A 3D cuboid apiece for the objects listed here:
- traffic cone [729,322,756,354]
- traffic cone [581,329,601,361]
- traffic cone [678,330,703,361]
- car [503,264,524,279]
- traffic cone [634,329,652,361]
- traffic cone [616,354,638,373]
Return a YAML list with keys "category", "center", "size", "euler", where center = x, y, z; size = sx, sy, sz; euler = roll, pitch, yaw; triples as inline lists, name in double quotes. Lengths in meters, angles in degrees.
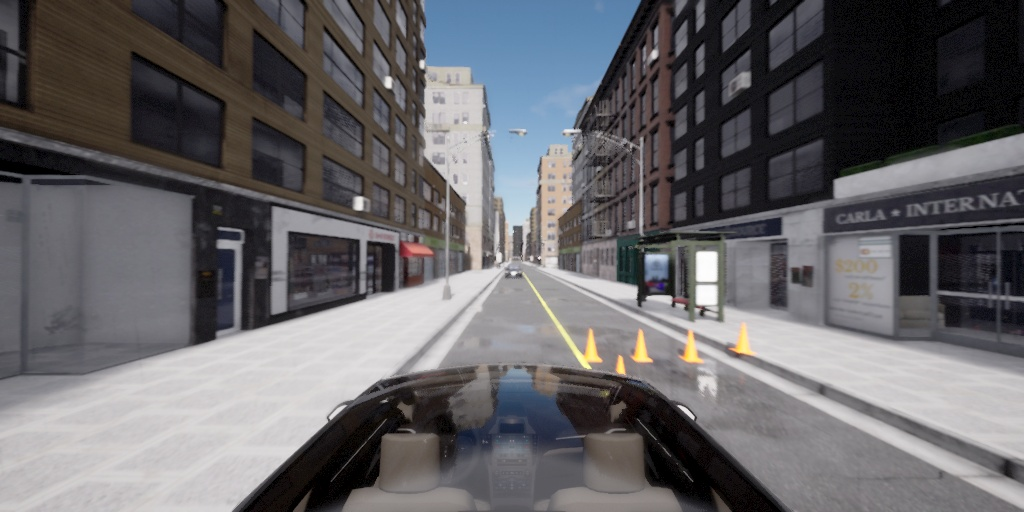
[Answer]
- category: "traffic cone"
  center: [4.631, 1.630, 7.214]
  size: [0.340, 0.580, 0.340]
  euler: [0, 0, 2]
- category: "traffic cone"
  center: [1.591, 1.770, 7.230]
  size: [0.340, 0.580, 0.340]
  euler: [0, 0, 0]
- category: "traffic cone"
  center: [3.591, 1.784, 7.218]
  size: [0.340, 0.580, 0.340]
  euler: [0, 0, 0]
- category: "car"
  center: [0.197, 1.584, 37.596]
  size: [2.128, 1.511, 4.902]
  euler: [0, -1, 0]
- category: "traffic cone"
  center: [2.591, 1.777, 7.224]
  size: [0.340, 0.580, 0.340]
  euler: [0, 0, 0]
- category: "traffic cone"
  center: [1.580, 1.751, 5.230]
  size: [0.340, 0.580, 0.340]
  euler: [0, 0, 0]
